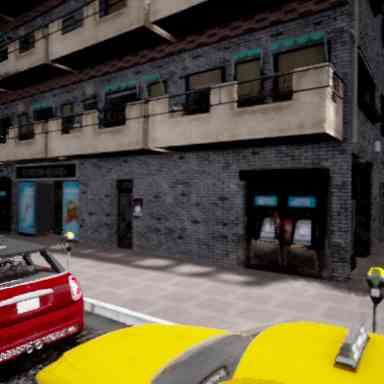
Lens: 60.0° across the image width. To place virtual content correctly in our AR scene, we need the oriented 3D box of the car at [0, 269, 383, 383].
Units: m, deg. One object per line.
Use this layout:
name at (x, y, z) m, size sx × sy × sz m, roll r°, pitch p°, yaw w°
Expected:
car at (0.758, 1.526, 2.169) m, size 4.829 × 1.417 × 1.752 m, roll 0°, pitch 1°, yaw 35°

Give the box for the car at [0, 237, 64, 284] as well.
car at (-3.623, 1.444, 5.290) m, size 4.097 × 1.590 × 1.967 m, roll 0°, pitch 1°, yaw 35°
